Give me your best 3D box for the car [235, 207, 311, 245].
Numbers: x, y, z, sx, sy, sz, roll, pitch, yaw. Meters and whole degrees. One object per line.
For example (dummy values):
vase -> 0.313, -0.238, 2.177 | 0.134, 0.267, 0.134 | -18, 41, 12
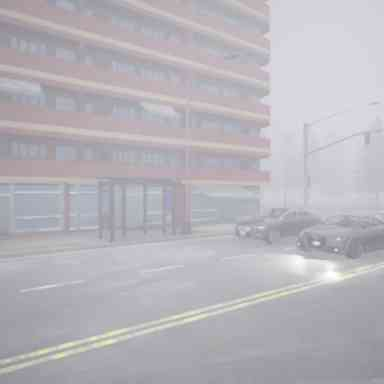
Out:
car -> 4.153, 1.472, 15.512 | 4.902, 1.511, 2.128 | 0, 0, -35

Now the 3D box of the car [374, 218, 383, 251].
car -> 7.644, 1.201, 9.251 | 5.566, 2.045, 2.150 | 0, 0, -35

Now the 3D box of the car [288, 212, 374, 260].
car -> 5.837, 1.545, 12.418 | 4.181, 1.385, 1.994 | 0, 0, -35
